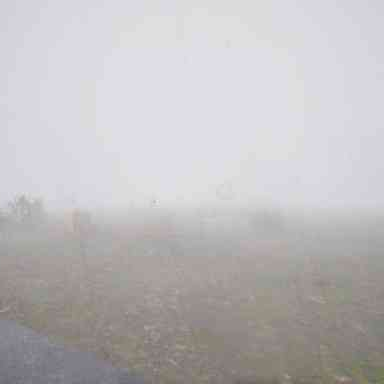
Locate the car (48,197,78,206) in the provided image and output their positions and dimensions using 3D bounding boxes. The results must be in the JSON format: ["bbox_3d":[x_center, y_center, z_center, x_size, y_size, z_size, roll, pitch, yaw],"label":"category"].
[{"bbox_3d":[-21.662,1.605,55.816,1.882,1.535,5.008,0,1,34],"label":"car"}]

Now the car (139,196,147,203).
[{"bbox_3d":[-10.683,1.639,72.205,1.837,1.490,4.892,0,0,34],"label":"car"}]

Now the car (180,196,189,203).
[{"bbox_3d":[-2.362,1.690,72.410,2.128,1.511,4.902,0,0,28],"label":"car"}]
